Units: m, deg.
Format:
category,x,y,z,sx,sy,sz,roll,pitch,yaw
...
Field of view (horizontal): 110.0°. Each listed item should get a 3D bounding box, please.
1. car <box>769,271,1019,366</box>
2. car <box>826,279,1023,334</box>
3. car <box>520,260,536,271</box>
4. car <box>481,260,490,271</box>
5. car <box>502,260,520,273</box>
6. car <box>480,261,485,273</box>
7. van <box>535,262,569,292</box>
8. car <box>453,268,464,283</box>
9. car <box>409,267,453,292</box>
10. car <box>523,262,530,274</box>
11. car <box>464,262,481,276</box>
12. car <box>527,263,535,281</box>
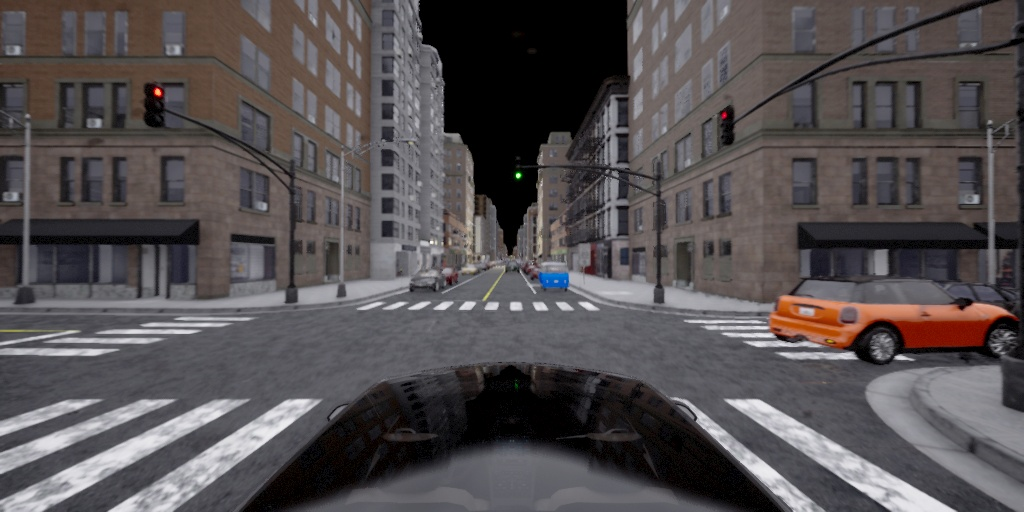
category,x,y,z,sx,sy,sz,roll,pitch,yaw
car,8.422,1.227,8.033,4.553,1.767,2.097,0,0,-9
car,13.273,1.482,11.108,5.357,1.411,2.033,0,-1,-1
car,2.657,1.563,51.687,2.192,1.841,5.009,0,0,0
car,-5.364,1.921,63.047,1.948,1.339,4.313,0,0,0
car,0.073,1.611,52.832,2.097,1.767,4.553,0,-1,1
car,-5.368,1.814,51.685,1.948,1.339,4.313,0,0,0
van,2.646,1.309,23.282,1.690,1.789,3.998,0,0,0
car,-5.377,1.571,28.957,1.888,1.381,4.507,0,0,0
car,-5.379,1.519,23.276,2.007,1.370,4.403,0,0,0
car,2.654,1.777,46.006,1.802,1.307,4.207,0,0,0
car,-5.371,1.720,45.833,1.751,1.417,4.829,0,0,0
car,2.650,1.665,34.643,1.802,1.307,4.207,0,0,0
